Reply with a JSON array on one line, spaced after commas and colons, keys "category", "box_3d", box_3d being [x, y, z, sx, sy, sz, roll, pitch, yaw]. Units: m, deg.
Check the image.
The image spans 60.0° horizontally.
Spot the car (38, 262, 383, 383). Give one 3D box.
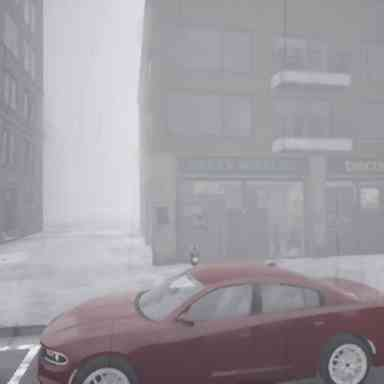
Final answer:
[{"category": "car", "box_3d": [0.391, 1.677, 4.470, 4.507, 1.381, 1.887, 0, -2, -11]}]
